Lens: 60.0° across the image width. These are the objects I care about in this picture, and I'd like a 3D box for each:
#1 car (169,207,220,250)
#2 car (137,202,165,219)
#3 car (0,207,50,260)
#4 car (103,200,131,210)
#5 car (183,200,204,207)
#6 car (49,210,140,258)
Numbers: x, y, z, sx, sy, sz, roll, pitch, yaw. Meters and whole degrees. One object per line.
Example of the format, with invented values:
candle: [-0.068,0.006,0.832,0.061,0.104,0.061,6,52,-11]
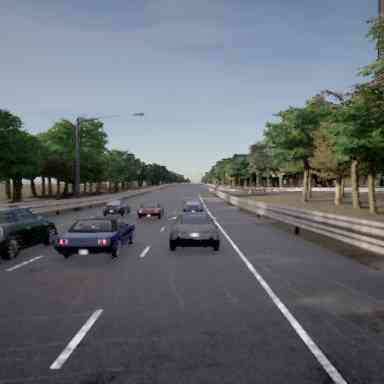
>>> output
car: [0.100,1.547,14.268,1.994,1.385,4.181,0,0,0]
car: [-3.398,1.541,28.388,1.895,1.301,4.718,0,0,0]
car: [-6.900,1.339,12.547,2.097,1.767,4.553,0,0,0]
car: [-6.898,1.449,30.746,1.812,1.442,4.674,0,0,0]
car: [0.101,1.449,30.665,1.812,1.442,4.674,0,0,0]
car: [-3.399,1.587,12.664,1.895,1.301,4.718,0,0,0]
